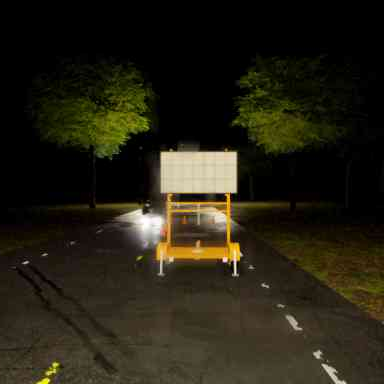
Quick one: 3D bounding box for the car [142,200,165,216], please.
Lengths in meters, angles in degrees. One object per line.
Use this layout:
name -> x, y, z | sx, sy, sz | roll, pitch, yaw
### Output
car -> -3.635, 1.489, 31.996 | 2.128, 1.511, 4.902 | 0, 0, 0

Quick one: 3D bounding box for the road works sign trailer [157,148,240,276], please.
road works sign trailer -> 0.209, 0.459, 10.337 | 2.380, 3.560, 2.880 | 0, 0, 2

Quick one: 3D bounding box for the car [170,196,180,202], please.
car -> -3.596, 1.564, 70.185 | 1.837, 1.490, 4.892 | 0, 0, 0
